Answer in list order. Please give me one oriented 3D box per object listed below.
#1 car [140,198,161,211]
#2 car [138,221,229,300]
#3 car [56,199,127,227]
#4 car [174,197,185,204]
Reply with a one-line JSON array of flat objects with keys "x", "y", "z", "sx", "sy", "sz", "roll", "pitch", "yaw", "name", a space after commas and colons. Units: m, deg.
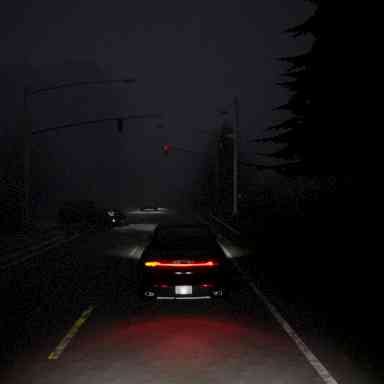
[{"x": -5.175, "y": 1.526, "z": 40.688, "sx": 1.812, "sy": 1.442, "sz": 4.674, "roll": 0, "pitch": 0, "yaw": -3, "name": "car"}, {"x": -0.226, "y": 1.505, "z": 8.380, "sx": 1.837, "sy": 1.490, "sz": 4.892, "roll": 0, "pitch": 0, "yaw": -2, "name": "car"}, {"x": -6.644, "y": 1.343, "z": 22.252, "sx": 4.553, "sy": 1.767, "sz": 2.097, "roll": 0, "pitch": 0, "yaw": 17, "name": "car"}, {"x": -2.329, "y": 1.564, "z": 61.330, "sx": 1.994, "sy": 1.385, "sz": 4.181, "roll": 0, "pitch": 0, "yaw": -2, "name": "car"}]
